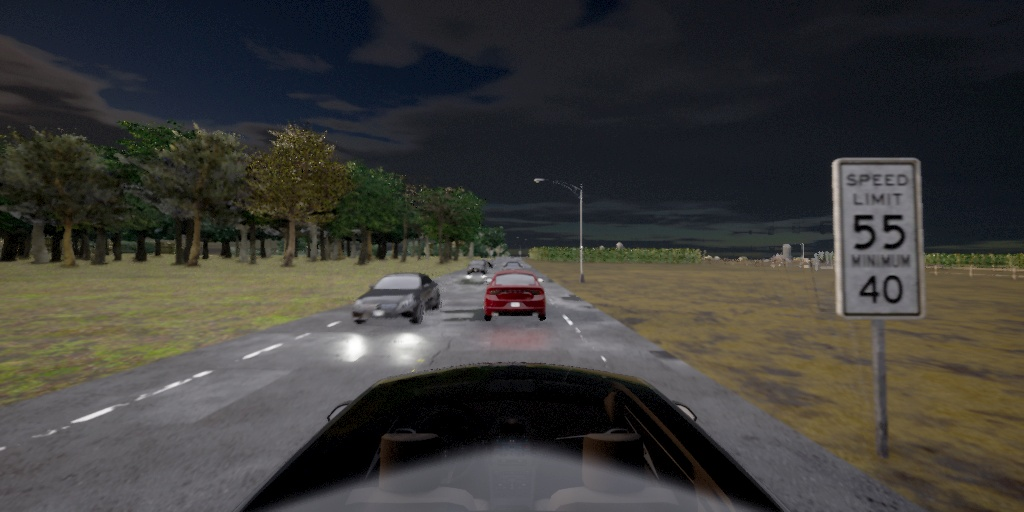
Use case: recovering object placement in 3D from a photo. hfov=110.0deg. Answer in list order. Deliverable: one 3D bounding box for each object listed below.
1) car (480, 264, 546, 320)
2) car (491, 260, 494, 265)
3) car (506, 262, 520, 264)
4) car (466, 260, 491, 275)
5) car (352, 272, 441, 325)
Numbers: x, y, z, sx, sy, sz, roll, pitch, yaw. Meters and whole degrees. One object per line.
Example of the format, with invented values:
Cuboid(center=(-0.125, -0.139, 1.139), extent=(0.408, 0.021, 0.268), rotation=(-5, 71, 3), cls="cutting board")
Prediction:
Cuboid(center=(0.098, 1.234, 12.713), extent=(1.882, 1.535, 5.008), rotation=(0, 0, 0), cls="car")
Cuboid(center=(-3.510, 1.187, 50.847), extent=(1.895, 1.301, 4.718), rotation=(0, 0, 0), cls="car")
Cuboid(center=(0.093, 1.239, 33.759), extent=(1.994, 1.385, 4.181), rotation=(0, 0, 0), cls="car")
Cuboid(center=(-3.526, 1.164, 37.220), extent=(1.837, 1.490, 4.892), rotation=(0, 0, 0), cls="car")
Cuboid(center=(-3.588, 1.283, 11.972), extent=(1.812, 1.442, 4.674), rotation=(0, 0, 0), cls="car")
